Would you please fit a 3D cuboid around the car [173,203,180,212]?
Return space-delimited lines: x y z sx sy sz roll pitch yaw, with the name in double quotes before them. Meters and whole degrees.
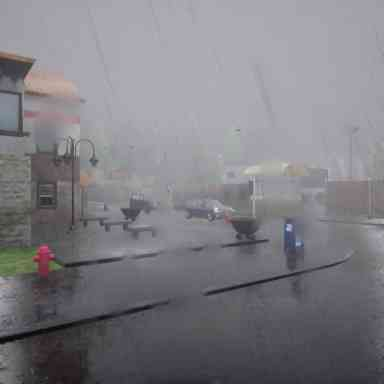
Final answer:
"car" -0.276 1.527 36.613 1.812 1.442 4.674 0 -1 -35

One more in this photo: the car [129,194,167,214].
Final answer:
"car" -4.797 1.221 35.787 2.150 2.045 5.566 0 0 -35

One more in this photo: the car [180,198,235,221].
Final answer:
"car" 1.380 1.352 27.067 2.097 1.767 4.553 0 0 -35
